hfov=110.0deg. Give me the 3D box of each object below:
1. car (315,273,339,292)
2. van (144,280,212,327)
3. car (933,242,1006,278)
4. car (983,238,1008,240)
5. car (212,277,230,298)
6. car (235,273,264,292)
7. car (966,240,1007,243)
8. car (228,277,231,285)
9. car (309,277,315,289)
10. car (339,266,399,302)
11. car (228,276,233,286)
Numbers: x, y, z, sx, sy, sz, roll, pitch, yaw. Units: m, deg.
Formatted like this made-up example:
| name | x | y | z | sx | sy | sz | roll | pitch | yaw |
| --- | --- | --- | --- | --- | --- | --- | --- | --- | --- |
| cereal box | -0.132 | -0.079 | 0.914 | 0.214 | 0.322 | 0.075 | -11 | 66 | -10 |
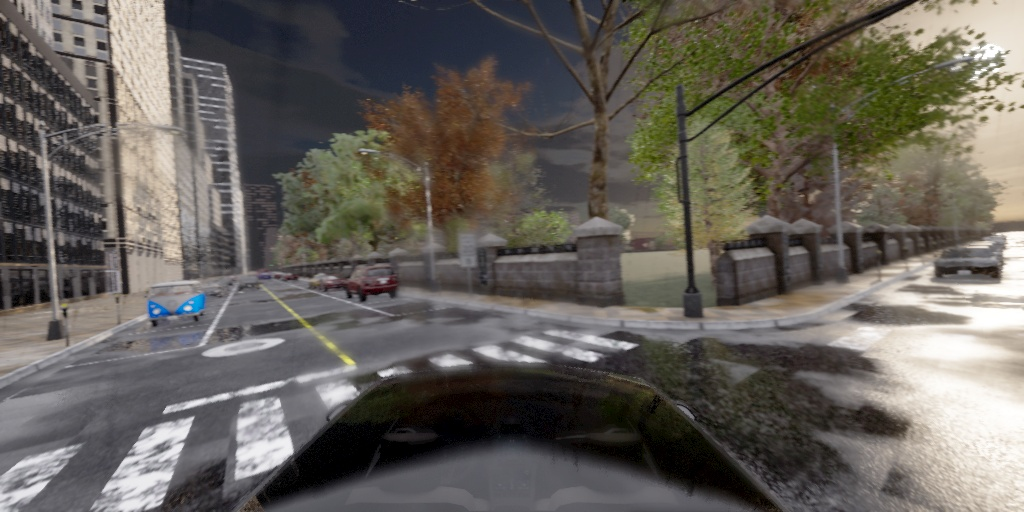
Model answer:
| name | x | y | z | sx | sy | sz | roll | pitch | yaw |
| --- | --- | --- | --- | --- | --- | --- | --- | --- | --- |
| car | -14.771 | 2.171 | 29.663 | 1.802 | 1.307 | 4.207 | 0 | 0 | -37 |
| van | -14.774 | 2.004 | 15.993 | 1.690 | 1.789 | 3.998 | 0 | 0 | -37 |
| car | 20.840 | 0.226 | 16.371 | 4.313 | 1.339 | 1.948 | 0 | 0 | -36 |
| car | 30.067 | -0.262 | 23.006 | 4.313 | 1.339 | 1.948 | 0 | 0 | -36 |
| car | -24.840 | 2.795 | 29.534 | 2.007 | 1.370 | 4.403 | 0 | 0 | -37 |
| car | -28.218 | 2.920 | 38.547 | 1.837 | 1.490 | 4.892 | -4 | 0 | -37 |
| car | 25.454 | -0.018 | 19.687 | 4.313 | 1.339 | 1.948 | 0 | 0 | -36 |
| car | -28.195 | 3.004 | 34.047 | 1.948 | 1.339 | 4.313 | 0 | 0 | -37 |
| car | -18.227 | 2.308 | 34.312 | 1.751 | 1.417 | 4.829 | 0 | 0 | -37 |
| car | -8.064 | 1.517 | 20.640 | 2.192 | 1.841 | 5.009 | 0 | 0 | -37 |
| car | -31.550 | 3.199 | 38.561 | 1.948 | 1.339 | 4.313 | 0 | 0 | -37 |
